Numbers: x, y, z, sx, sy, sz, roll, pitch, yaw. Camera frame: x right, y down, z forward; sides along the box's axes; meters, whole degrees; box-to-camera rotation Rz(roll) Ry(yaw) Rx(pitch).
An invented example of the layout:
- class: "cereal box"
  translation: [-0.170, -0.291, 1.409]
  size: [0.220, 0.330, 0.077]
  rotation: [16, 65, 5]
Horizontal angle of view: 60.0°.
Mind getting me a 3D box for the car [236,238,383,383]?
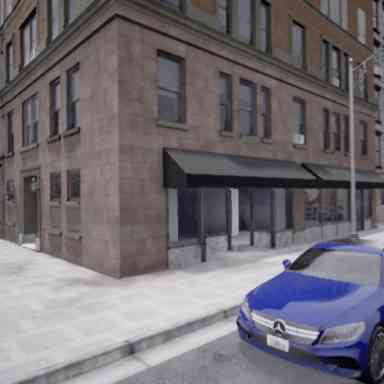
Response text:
- class: "car"
  translation: [2.712, 1.583, 5.666]
  size: [4.674, 1.442, 1.812]
  rotation: [0, -1, -44]
